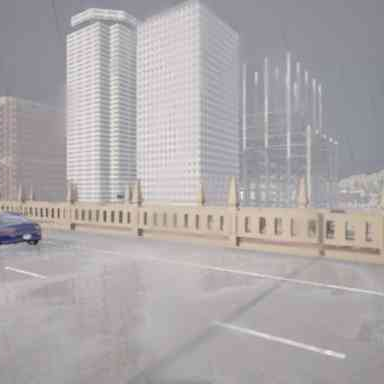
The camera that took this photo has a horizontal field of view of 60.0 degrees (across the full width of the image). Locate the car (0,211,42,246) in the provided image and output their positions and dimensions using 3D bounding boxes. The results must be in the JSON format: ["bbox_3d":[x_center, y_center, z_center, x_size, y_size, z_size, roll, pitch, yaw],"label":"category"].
[{"bbox_3d":[-8.196,1.543,14.043,4.674,1.442,1.812,0,0,35],"label":"car"}]
